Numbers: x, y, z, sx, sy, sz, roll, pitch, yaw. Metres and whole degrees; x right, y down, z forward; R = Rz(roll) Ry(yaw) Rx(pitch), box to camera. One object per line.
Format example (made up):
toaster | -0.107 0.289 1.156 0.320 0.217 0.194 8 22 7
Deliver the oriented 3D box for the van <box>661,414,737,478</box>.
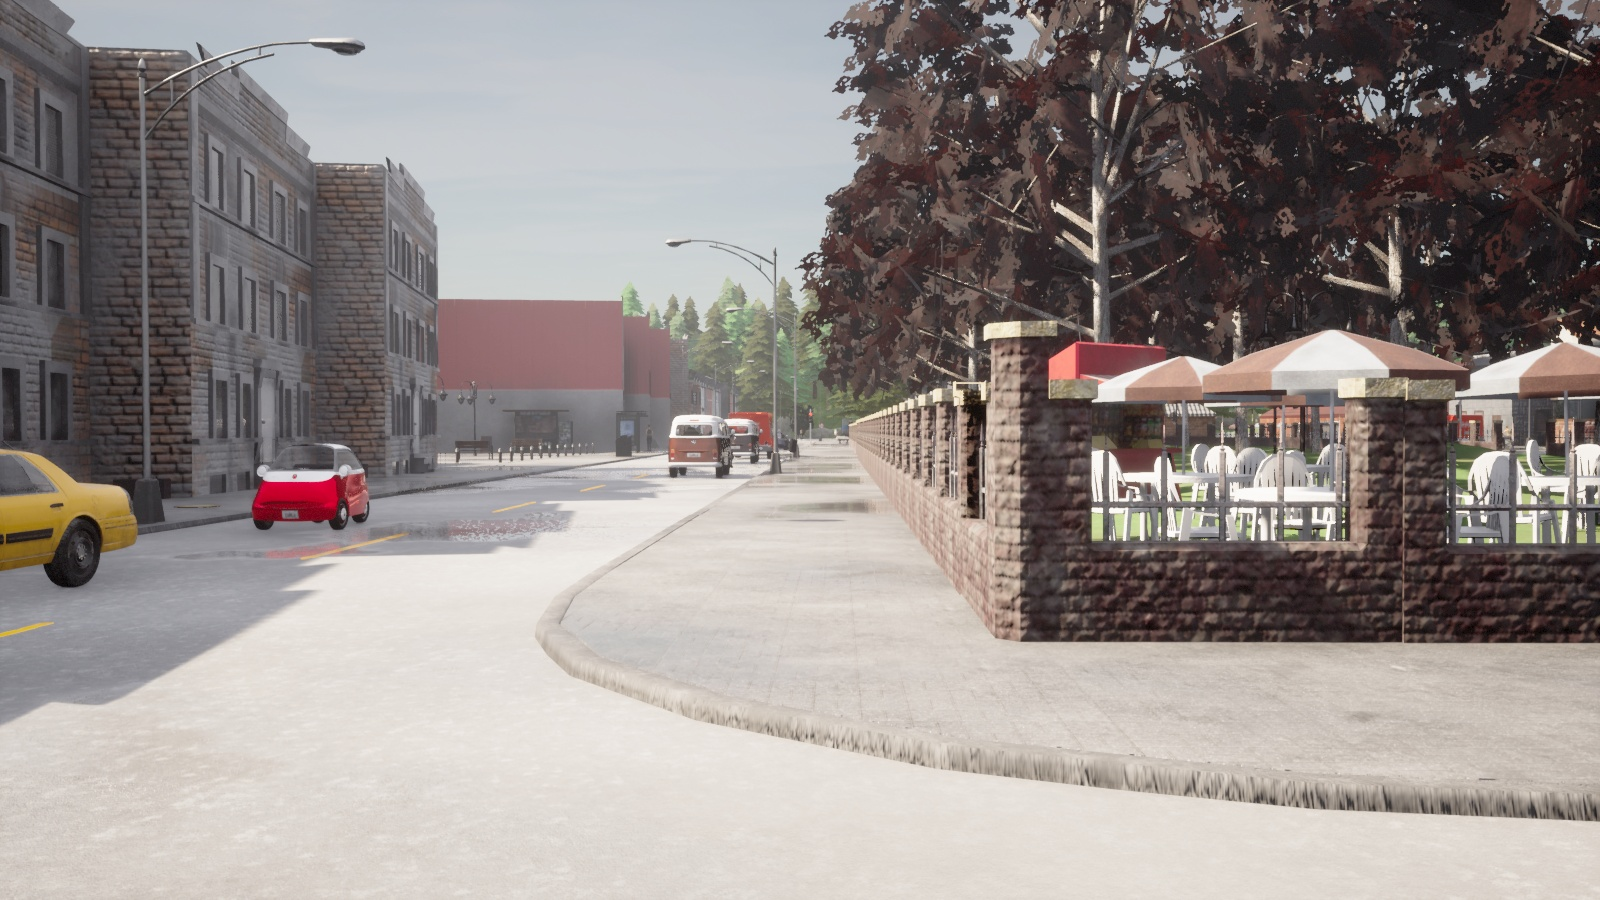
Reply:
van | -3.314 -0.163 42.013 2.069 2.038 4.480 0 1 2

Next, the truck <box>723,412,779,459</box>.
truck | -2.576 -0.800 67.840 2.627 2.467 5.204 0 1 2

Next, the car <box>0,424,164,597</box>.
car | -8.169 0.541 11.559 1.801 1.575 5.366 0 1 1

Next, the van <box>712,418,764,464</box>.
van | -2.849 -0.436 58.503 2.069 2.038 4.480 0 1 2

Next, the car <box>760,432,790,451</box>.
car | -1.833 -0.678 93.784 1.994 1.385 4.181 0 1 2

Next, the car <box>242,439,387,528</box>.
car | -7.916 0.507 20.637 1.481 1.376 2.207 0 1 2
